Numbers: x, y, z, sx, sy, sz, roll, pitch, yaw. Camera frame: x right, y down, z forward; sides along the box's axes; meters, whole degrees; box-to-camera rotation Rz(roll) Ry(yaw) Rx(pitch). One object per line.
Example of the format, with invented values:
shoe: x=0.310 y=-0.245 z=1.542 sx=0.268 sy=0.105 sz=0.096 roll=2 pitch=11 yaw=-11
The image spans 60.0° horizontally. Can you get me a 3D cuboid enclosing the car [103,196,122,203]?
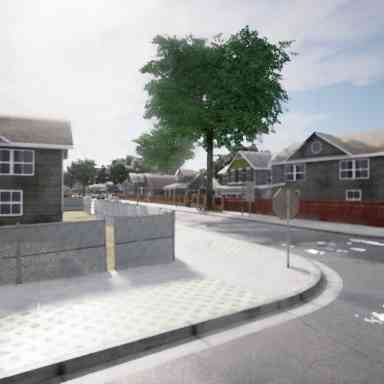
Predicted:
car: x=-12.245 y=1.495 z=52.468 sx=1.837 sy=1.490 sz=4.892 roll=0 pitch=0 yaw=-23

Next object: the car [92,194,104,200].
car: x=-23.845 y=1.264 z=86.303 sx=2.097 sy=1.767 sz=4.553 roll=0 pitch=0 yaw=-23
